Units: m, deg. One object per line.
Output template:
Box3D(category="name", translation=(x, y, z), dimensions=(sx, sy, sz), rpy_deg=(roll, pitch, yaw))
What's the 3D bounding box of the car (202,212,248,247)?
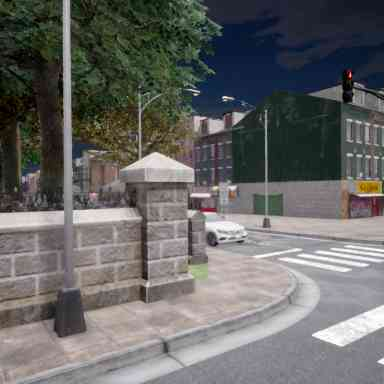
Box3D(category="car", translation=(0.674, 1.720, 16.489), dimensions=(1.812, 1.442, 4.674), rpy_deg=(-1, 0, -36))
